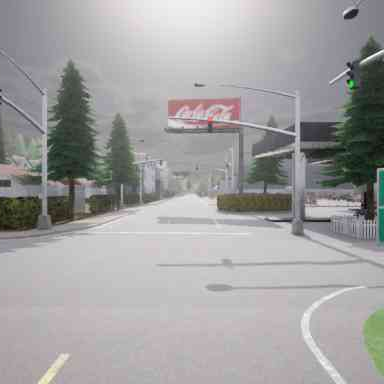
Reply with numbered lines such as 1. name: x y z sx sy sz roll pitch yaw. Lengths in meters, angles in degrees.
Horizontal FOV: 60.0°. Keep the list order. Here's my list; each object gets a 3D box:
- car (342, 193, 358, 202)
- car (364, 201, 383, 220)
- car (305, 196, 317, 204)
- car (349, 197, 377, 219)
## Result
1. car: 34.931 1.489 71.791 2.007 1.523 4.514 0 0 0
2. car: 18.705 1.672 30.609 4.611 1.667 2.242 0 0 0
3. car: 22.524 1.552 64.004 1.970 1.475 3.806 0 0 0
4. car: 14.376 1.505 24.940 3.866 1.878 1.905 0 0 0
